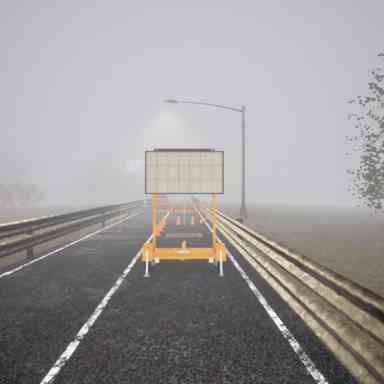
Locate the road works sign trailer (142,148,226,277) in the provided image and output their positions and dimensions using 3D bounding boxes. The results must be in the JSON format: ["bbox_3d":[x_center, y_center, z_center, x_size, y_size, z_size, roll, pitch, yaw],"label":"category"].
[{"bbox_3d":[-0.236,0.468,10.284,2.380,3.560,2.880,0,0,-1],"label":"road works sign trailer"}]

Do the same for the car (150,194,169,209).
[{"bbox_3d":[-4.351,1.238,44.903,2.150,2.045,5.566,0,0,-1],"label":"car"}]
